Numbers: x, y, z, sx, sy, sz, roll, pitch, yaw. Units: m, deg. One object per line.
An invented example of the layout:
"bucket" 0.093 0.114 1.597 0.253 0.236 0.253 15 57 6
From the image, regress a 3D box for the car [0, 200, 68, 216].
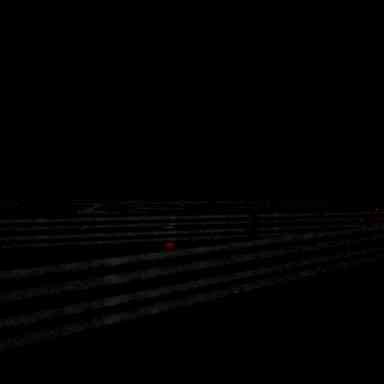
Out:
"car" -9.373 1.283 21.110 5.008 1.535 1.882 0 0 -19

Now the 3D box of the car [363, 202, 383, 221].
"car" 15.387 1.456 25.942 4.181 1.385 1.994 0 0 -19

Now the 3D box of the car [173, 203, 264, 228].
"car" 1.420 1.355 17.425 4.892 1.490 1.837 0 0 -19

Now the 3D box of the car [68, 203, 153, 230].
"car" -4.458 1.351 19.101 4.674 1.442 1.812 0 0 -19
